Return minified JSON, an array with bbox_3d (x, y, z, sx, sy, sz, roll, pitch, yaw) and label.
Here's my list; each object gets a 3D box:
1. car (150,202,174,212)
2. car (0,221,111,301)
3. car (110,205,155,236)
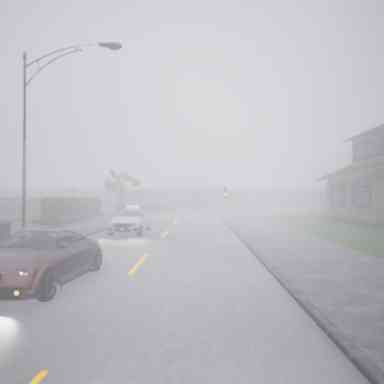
[{"bbox_3d":[-4.837,2.013,44.929,4.718,1.301,1.895,0,-1,32],"label":"car"},{"bbox_3d":[-3.853,1.646,8.431,1.994,1.385,4.181,0,-1,6],"label":"car"},{"bbox_3d":[-3.638,1.708,19.898,1.812,1.442,4.674,0,-1,2],"label":"car"}]
